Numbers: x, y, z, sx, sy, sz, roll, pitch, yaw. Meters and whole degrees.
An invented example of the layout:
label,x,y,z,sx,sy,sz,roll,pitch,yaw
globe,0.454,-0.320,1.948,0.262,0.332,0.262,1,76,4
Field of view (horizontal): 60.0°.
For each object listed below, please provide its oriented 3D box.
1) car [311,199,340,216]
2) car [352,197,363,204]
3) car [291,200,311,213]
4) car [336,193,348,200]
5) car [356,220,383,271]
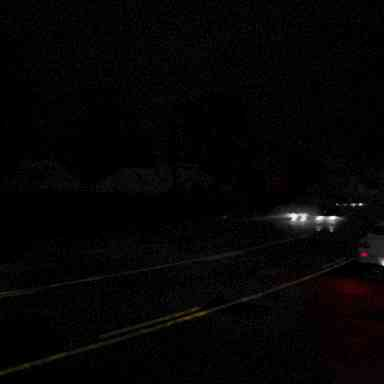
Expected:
label,x,y,z,sx,sy,sz,roll,pitch,yaw
car,14.096,1.760,34.489,1.994,1.385,4.181,-1,-1,30
car,34.582,1.781,69.318,2.033,1.411,5.357,-1,0,30
car,13.415,1.746,40.247,2.128,1.511,4.902,-1,-1,30
car,34.063,1.321,75.371,2.150,2.045,5.566,-1,0,30
car,6.456,1.553,10.090,1.812,1.442,4.674,0,0,43
